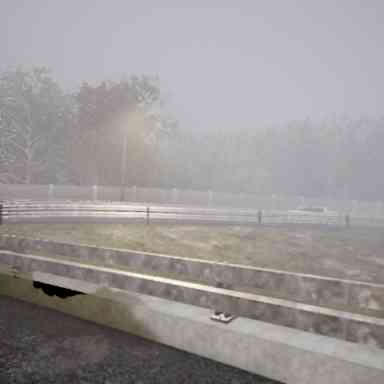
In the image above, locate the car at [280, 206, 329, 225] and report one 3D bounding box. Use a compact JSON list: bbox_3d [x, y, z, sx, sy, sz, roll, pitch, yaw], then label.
[{"bbox_3d":[12.594,2.560,37.157,5.566,2.045,2.150,4,-1,-20],"label":"car"}]
